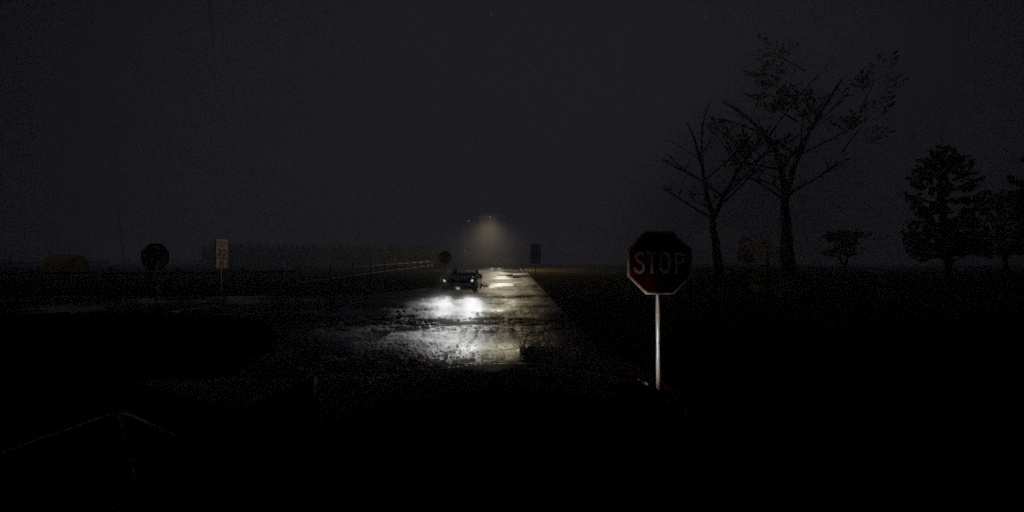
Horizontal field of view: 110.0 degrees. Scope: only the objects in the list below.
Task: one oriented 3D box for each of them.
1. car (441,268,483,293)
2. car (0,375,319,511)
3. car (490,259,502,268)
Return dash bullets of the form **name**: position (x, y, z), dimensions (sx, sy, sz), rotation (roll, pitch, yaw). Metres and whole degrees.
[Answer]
- **car**: position (-2.765, 1.357, 20.655), dimensions (1.895, 1.301, 4.718), rotation (0, 0, 0)
- **car**: position (-2.752, 1.351, 1.159), dimensions (1.895, 1.301, 4.718), rotation (0, 0, 0)
- **car**: position (-2.792, 1.178, 62.702), dimensions (2.033, 1.411, 5.357), rotation (0, 0, 0)
